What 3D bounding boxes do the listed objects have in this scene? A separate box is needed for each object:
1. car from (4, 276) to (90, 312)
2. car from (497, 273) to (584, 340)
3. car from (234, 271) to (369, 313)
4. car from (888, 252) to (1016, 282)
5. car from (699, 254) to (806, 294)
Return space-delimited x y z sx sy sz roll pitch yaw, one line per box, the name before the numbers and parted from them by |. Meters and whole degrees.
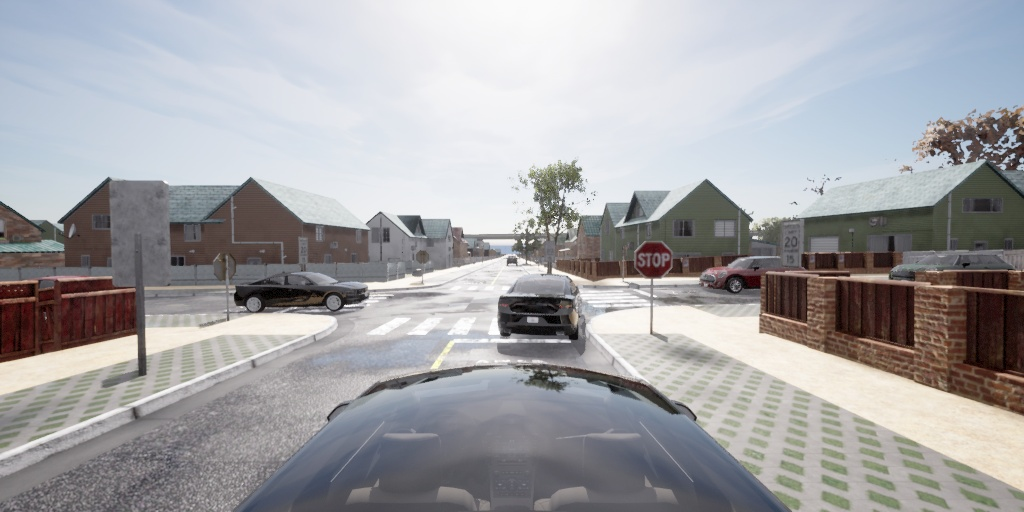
car | -18.017 1.546 14.595 5.008 1.535 1.882 -1 2 0
car | 0.961 1.224 10.125 1.882 1.535 5.008 0 0 12
car | -8.464 1.376 14.654 5.008 1.535 1.882 -1 2 0
car | 21.707 0.645 17.798 4.553 1.767 2.097 -1 2 0
car | 11.812 0.819 17.730 4.553 1.767 2.097 -1 2 0
